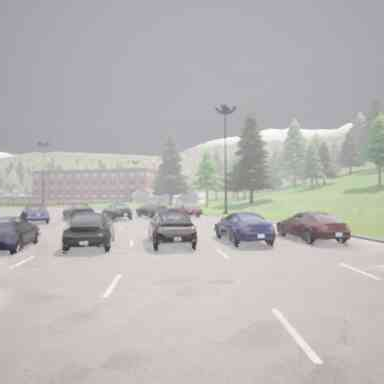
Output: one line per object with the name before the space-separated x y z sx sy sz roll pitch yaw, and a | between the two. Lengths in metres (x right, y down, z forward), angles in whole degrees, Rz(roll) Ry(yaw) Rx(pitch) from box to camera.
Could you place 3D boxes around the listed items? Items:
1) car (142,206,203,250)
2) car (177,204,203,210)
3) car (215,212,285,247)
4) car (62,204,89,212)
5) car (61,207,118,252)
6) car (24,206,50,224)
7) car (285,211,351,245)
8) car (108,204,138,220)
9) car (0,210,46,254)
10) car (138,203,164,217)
car | -0.993 1.638 15.255 2.128 1.511 4.902 0 0 -11
car | -0.864 1.926 34.414 1.895 1.301 4.718 0 -1 -31
car | 2.446 1.676 15.957 1.812 1.442 4.674 0 0 -10
car | -10.090 1.759 29.336 1.882 1.535 5.008 0 0 -32
car | -4.443 1.648 14.663 1.837 1.490 4.892 0 0 -11
car | -12.823 1.809 27.135 2.033 1.411 5.357 0 -1 -31
car | 5.897 1.680 16.537 1.812 1.442 4.674 0 0 -10
car | -7.028 1.821 31.044 1.812 1.442 4.674 0 0 -32
car | -7.886 1.701 14.048 1.994 1.385 4.181 0 0 -11
car | -3.966 1.803 32.773 2.128 1.511 4.902 0 -1 -31
